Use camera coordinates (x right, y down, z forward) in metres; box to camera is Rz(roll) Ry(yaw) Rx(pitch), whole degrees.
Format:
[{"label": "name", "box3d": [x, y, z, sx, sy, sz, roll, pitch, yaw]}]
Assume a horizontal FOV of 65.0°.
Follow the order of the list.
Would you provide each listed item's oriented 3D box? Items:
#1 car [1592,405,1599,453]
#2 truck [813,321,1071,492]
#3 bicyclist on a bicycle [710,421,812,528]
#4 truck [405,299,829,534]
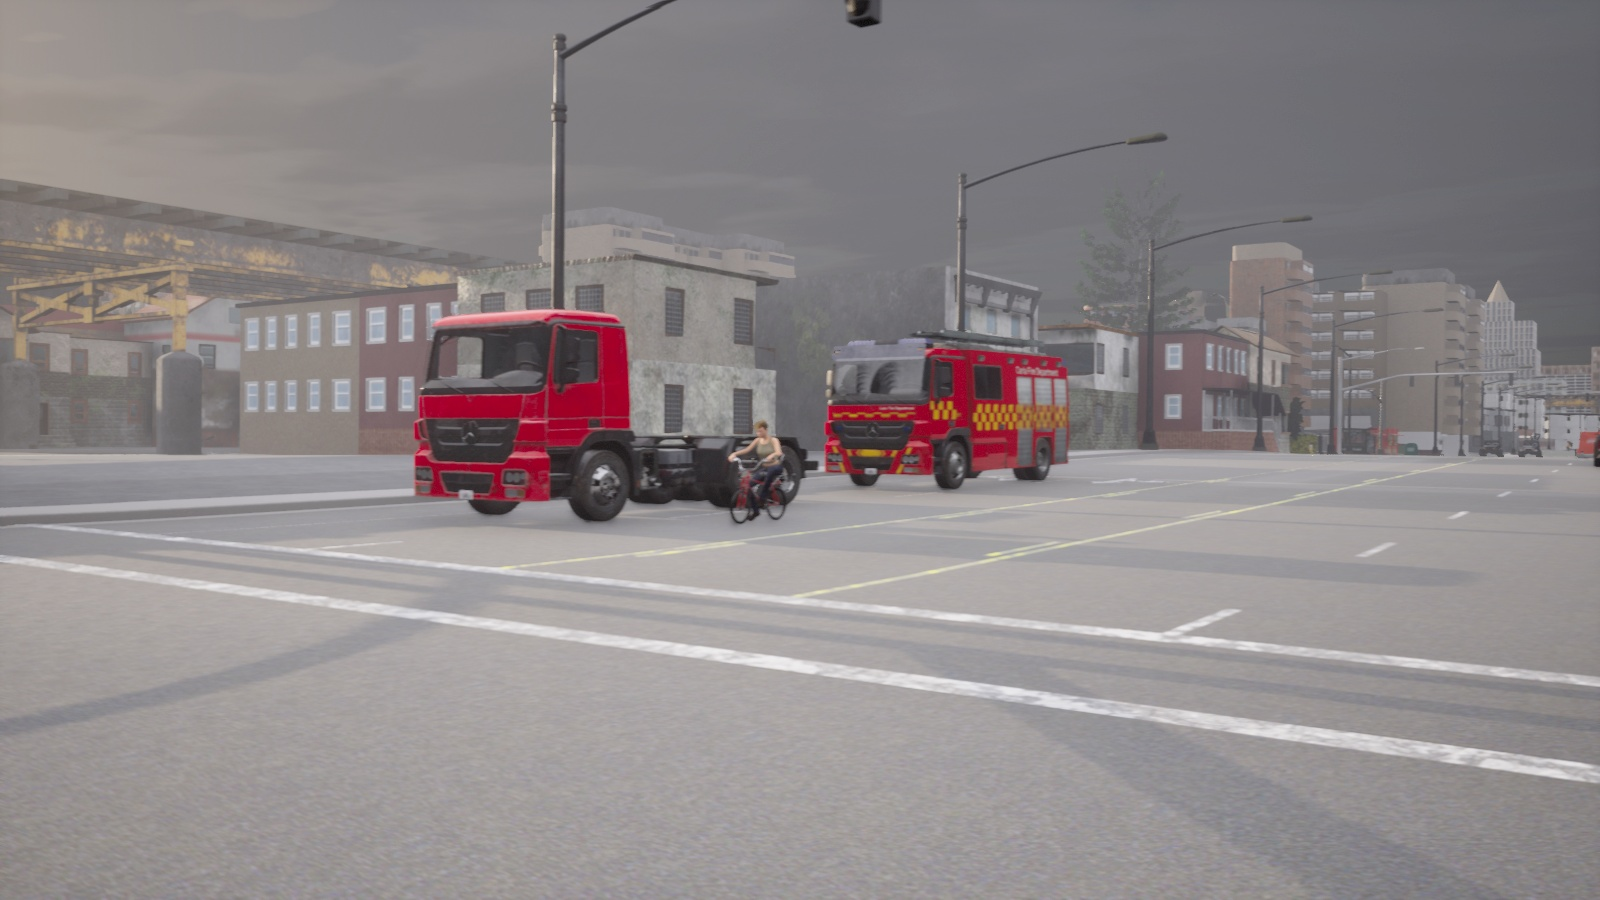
[{"label": "car", "box3d": [29.426, -0.791, 44.579, 2.033, 1.649, 4.856, 0, 2, 35]}, {"label": "truck", "box3d": [3.951, -1.121, 32.406, 2.891, 3.827, 8.468, 0, 2, 35]}, {"label": "bicyclist on a bicycle", "box3d": [-0.604, 0.352, 19.813, 0.866, 1.612, 1.509, 0, 1, 34]}, {"label": "truck", "box3d": [-2.865, -0.590, 22.586, 2.891, 3.462, 7.936, 0, 1, 34]}]
